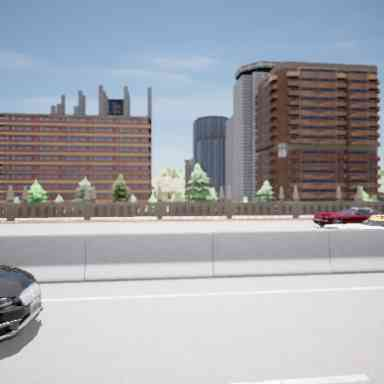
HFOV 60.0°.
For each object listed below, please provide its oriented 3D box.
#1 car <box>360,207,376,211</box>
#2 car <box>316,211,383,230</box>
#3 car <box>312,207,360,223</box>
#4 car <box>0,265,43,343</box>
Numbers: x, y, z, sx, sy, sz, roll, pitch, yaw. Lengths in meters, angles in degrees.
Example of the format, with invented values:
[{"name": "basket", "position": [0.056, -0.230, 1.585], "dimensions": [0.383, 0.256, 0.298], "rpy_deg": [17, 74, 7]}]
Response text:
[{"name": "car", "position": [11.989, 1.491, 17.631], "dimensions": [5.008, 1.535, 1.882], "rpy_deg": [0, 0, -7]}, {"name": "car", "position": [7.902, 1.614, 13.627], "dimensions": [4.718, 1.301, 1.895], "rpy_deg": [0, 0, -7]}, {"name": "car", "position": [10.123, 1.624, 20.933], "dimensions": [4.718, 1.301, 1.895], "rpy_deg": [0, 0, -7]}, {"name": "car", "position": [-4.874, 1.510, 4.889], "dimensions": [4.902, 1.511, 2.128], "rpy_deg": [0, 0, -7]}]
